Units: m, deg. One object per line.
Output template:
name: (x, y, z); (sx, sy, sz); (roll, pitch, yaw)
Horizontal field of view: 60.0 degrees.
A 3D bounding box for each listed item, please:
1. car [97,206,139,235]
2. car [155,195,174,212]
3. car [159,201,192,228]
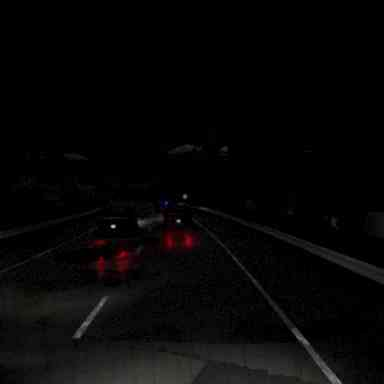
car: (-4.262, 1.577, 19.560); (2.128, 1.511, 4.902); (0, 0, -5)
car: (-3.346, 1.393, 41.059); (2.150, 2.045, 5.566); (0, -1, -9)
car: (-1.040, 1.590, 22.923); (2.128, 1.511, 4.902); (0, 0, -5)
